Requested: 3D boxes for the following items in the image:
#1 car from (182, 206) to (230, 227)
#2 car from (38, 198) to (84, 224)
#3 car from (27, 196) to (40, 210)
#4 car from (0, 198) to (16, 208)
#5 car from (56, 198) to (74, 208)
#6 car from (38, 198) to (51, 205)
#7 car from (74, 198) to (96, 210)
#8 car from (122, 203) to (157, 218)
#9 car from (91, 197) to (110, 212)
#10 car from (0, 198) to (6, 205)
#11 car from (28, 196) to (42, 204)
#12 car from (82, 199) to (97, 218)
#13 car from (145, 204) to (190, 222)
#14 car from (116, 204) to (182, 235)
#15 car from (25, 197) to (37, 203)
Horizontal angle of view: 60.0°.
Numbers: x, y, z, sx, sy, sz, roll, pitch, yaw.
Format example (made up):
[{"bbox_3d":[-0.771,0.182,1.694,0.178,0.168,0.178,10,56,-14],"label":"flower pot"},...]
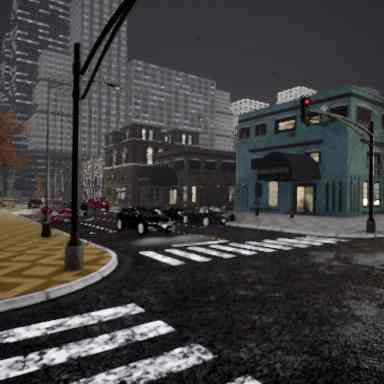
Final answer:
[{"bbox_3d":[0.916,1.723,24.447,2.008,1.369,4.403,1,-1,-35],"label":"car"},{"bbox_3d":[-9.909,1.503,24.903,1.967,1.590,4.097,1,-1,-35],"label":"car"},{"bbox_3d":[-22.404,1.768,47.880,1.837,1.490,4.892,1,-1,-35],"label":"car"},{"bbox_3d":[-28.681,1.750,52.208,1.752,1.417,4.829,1,-1,-35],"label":"car"},{"bbox_3d":[-21.891,1.802,57.124,1.967,1.590,4.097,1,-1,-35],"label":"car"},{"bbox_3d":[-31.476,1.970,70.949,1.752,1.417,4.829,1,-1,-35],"label":"car"},{"bbox_3d":[-15.526,1.749,48.030,1.967,1.590,4.097,1,-1,-35],"label":"car"},{"bbox_3d":[-5.330,1.807,33.456,1.802,1.307,4.206,1,-1,-35],"label":"car"},{"bbox_3d":[-12.335,1.598,43.488,2.192,1.841,5.009,1,-1,-35],"label":"car"},{"bbox_3d":[-38.264,1.873,66.034,1.947,1.339,4.313,1,-1,-35],"label":"car"},{"bbox_3d":[-37.702,1.814,79.936,2.192,1.841,5.009,1,-1,-35],"label":"car"},{"bbox_3d":[-11.088,1.627,31.387,2.128,1.511,4.902,1,-1,-35],"label":"car"},{"bbox_3d":[-2.207,1.764,28.953,1.947,1.339,4.313,1,-1,-35],"label":"car"},{"bbox_3d":[-2.833,1.572,19.465,1.837,1.490,4.892,1,-1,-35],"label":"car"},{"bbox_3d":[-40.866,2.078,84.495,2.008,1.369,4.403,1,-1,-35],"label":"car"}]
